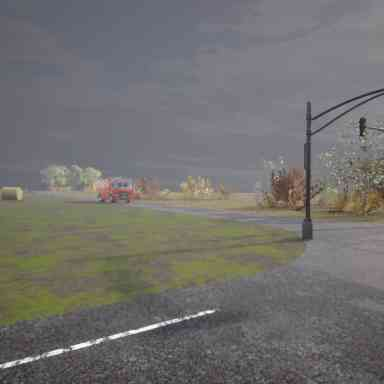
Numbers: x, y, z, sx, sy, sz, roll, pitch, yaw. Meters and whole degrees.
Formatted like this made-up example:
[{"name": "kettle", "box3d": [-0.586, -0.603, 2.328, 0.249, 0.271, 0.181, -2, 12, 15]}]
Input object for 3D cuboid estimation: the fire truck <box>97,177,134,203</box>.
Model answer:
[{"name": "fire truck", "box3d": [-11.714, -0.354, 50.084, 2.891, 3.827, 8.468, 1, 0, -32]}]
